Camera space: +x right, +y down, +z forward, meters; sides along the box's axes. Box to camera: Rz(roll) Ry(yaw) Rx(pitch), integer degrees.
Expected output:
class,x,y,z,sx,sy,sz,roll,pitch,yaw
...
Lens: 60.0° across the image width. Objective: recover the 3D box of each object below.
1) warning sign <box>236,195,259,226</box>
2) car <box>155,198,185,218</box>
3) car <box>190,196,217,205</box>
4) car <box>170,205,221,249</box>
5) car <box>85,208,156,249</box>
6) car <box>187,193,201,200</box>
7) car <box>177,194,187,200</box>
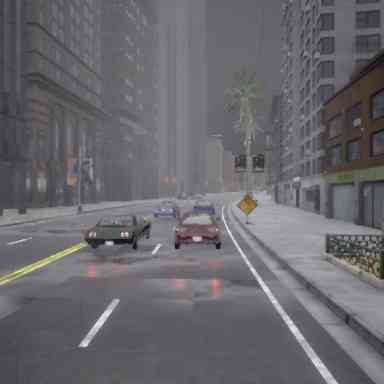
class,x,y,z,sx,sy,sz,roll,pitch,yaw
warning sign,3.394,1.090,20.420,1.300,1.860,1.060,0,0,3
car,-2.137,1.513,29.401,2.033,1.411,5.357,0,0,4
car,1.104,1.433,29.157,1.882,1.535,5.008,0,0,4
car,0.274,1.522,14.365,1.812,1.442,4.674,0,0,2
car,-2.972,1.606,14.517,1.895,1.301,4.718,0,0,2
car,0.972,1.051,76.676,2.097,1.767,4.553,0,0,11
car,-2.217,1.175,77.301,1.882,1.535,5.008,0,0,11
